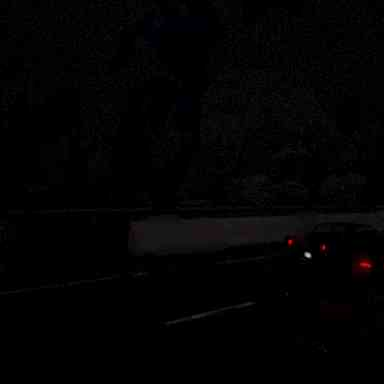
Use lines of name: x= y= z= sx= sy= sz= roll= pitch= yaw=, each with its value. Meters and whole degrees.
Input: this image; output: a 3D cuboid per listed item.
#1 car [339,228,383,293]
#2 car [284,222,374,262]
car: x=6.121 y=1.646 z=7.880 sx=5.357 sy=1.411 sz=2.033 roll=1 pitch=0 yaw=-31
car: x=5.552 y=1.715 z=11.618 sx=4.718 sy=1.301 sz=1.895 roll=1 pitch=0 yaw=-31
